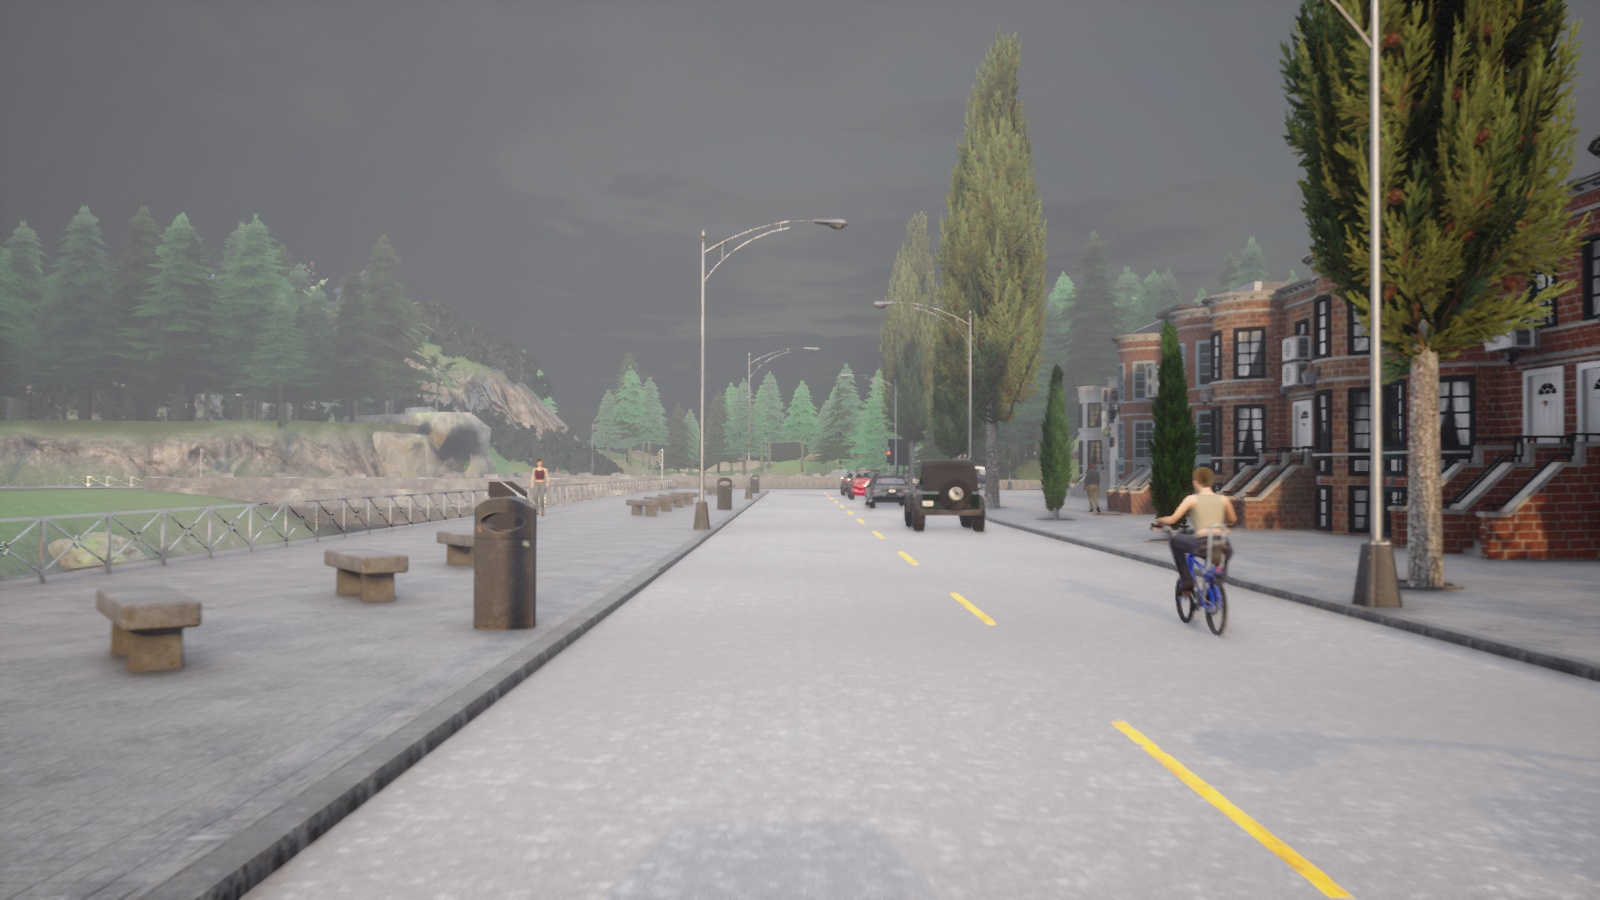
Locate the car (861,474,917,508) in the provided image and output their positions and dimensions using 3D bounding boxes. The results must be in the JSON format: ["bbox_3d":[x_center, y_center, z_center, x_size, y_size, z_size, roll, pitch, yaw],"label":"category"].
[{"bbox_3d":[3.857,1.771,55.215,2.033,1.411,5.357,0,-1,0],"label":"car"}]

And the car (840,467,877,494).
[{"bbox_3d":[3.785,2.010,81.951,2.242,1.667,4.611,0,-2,0],"label":"car"}]

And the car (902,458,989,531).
[{"bbox_3d":[3.910,1.169,34.269,1.905,1.878,3.866,0,-1,0],"label":"car"}]

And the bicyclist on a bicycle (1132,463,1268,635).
[{"bbox_3d":[3.966,0.946,12.578,0.866,1.612,1.509,0,-1,0],"label":"bicyclist on a bicycle"}]

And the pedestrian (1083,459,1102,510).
[{"bbox_3d":[10.605,1.244,45.539,0.370,1.835,0.726,0,-1,-14],"label":"pedestrian"}]

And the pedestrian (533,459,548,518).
[{"bbox_3d":[-8.173,1.219,39.538,0.345,1.836,0.594,0,-1,0],"label":"pedestrian"}]

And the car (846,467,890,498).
[{"bbox_3d":[3.815,1.836,71.238,2.242,1.667,4.611,0,-1,0],"label":"car"}]
